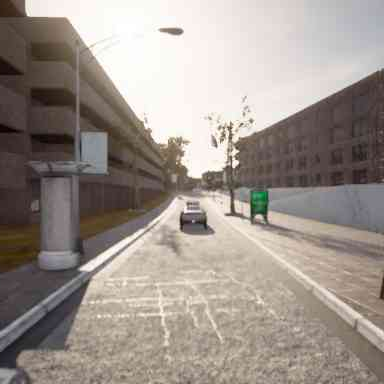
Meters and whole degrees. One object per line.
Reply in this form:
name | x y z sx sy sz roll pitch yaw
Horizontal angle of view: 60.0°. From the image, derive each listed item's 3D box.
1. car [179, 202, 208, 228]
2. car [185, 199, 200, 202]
car | 0.098 1.674 23.463 2.128 1.511 4.902 0 0 0
car | 0.097 1.614 42.045 1.812 1.442 4.674 0 1 0
